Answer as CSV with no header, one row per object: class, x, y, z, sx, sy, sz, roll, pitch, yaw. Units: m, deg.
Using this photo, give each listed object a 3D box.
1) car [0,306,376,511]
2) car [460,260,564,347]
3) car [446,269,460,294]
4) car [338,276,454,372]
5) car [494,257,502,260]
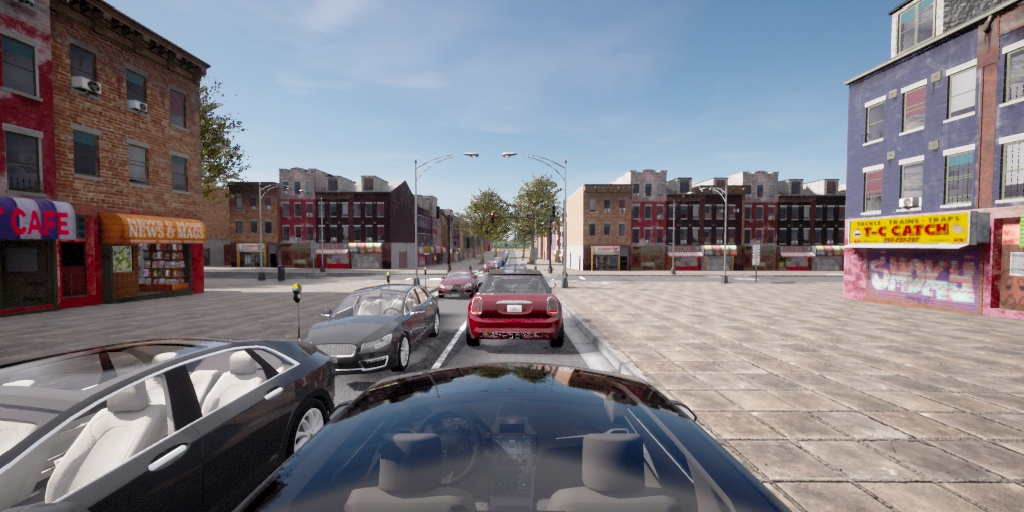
car,-2.640,1.300,2.009,2.007,1.370,4.403,0,0,0
car,0.110,1.099,9.501,2.097,1.767,4.553,0,0,2
car,-2.613,1.332,18.351,1.802,1.307,4.207,0,0,0
car,-2.631,1.298,7.457,2.007,1.370,4.403,0,0,0
car,-2.568,1.233,45.127,1.967,1.591,4.097,0,0,0
